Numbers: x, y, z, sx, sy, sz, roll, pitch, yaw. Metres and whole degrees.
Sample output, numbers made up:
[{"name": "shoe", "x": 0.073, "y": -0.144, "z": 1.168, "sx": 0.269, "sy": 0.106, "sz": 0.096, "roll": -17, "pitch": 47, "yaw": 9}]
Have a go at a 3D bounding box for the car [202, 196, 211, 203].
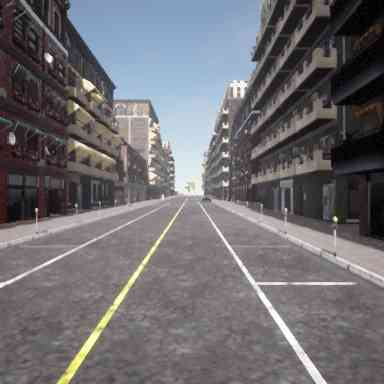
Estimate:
[{"name": "car", "x": 3.000, "y": 1.556, "z": 70.095, "sx": 1.837, "sy": 1.490, "sz": 4.892, "roll": 0, "pitch": 0, "yaw": 0}]
